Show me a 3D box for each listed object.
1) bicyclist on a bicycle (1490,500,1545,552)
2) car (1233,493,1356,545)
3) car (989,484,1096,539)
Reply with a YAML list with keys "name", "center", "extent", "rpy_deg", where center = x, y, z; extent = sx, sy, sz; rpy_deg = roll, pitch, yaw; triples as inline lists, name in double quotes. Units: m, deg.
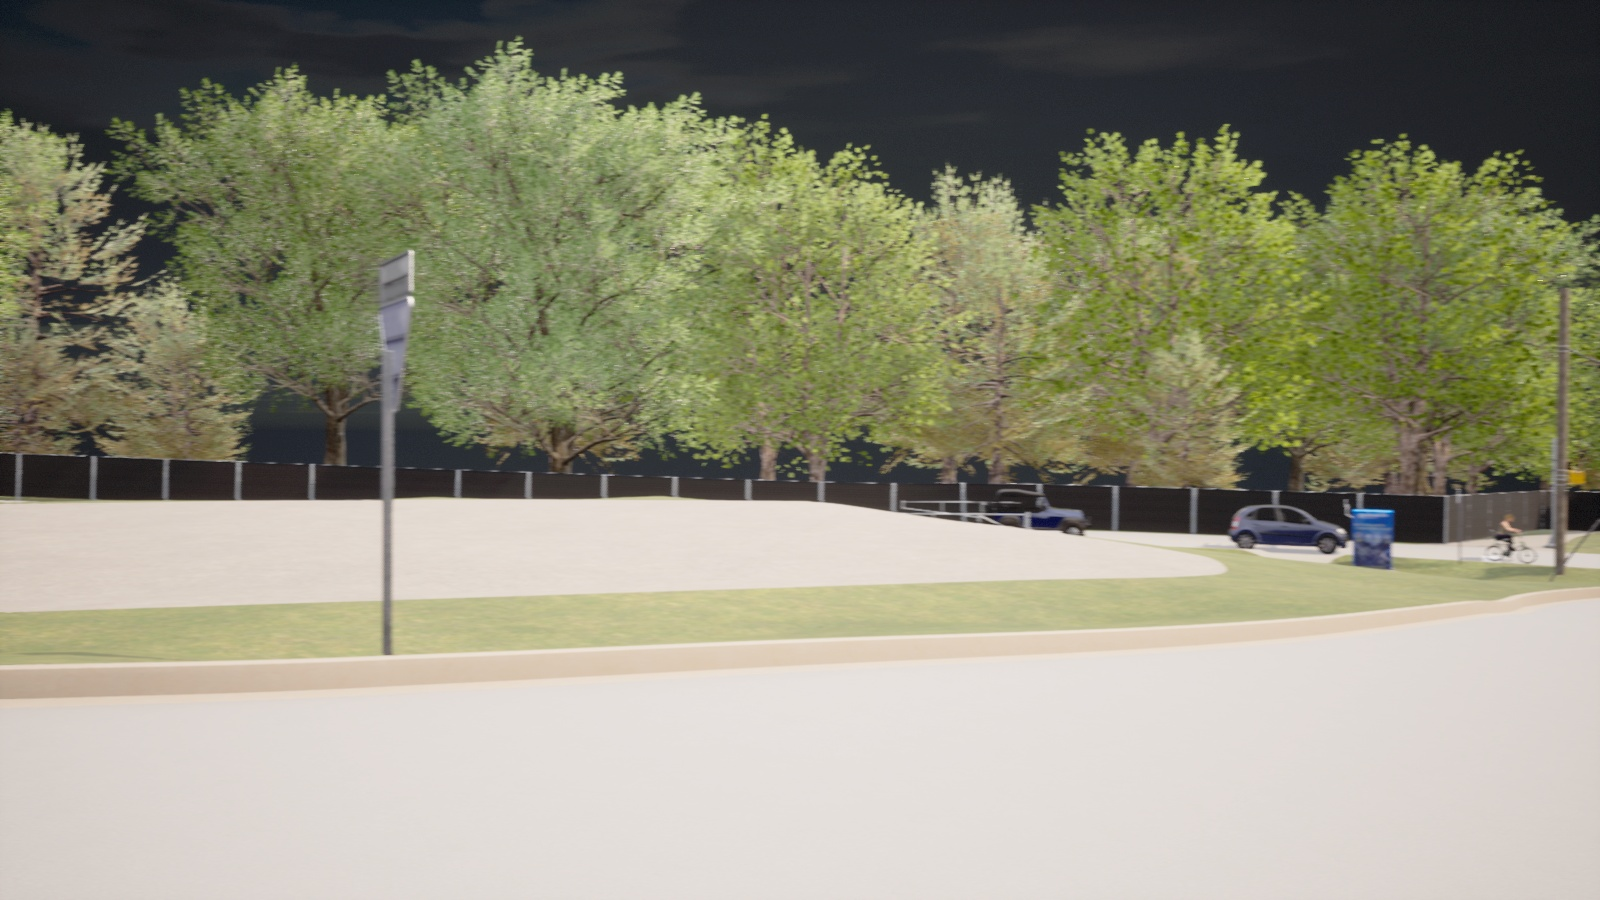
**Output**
- name: "bicyclist on a bicycle"
  center: [23.878, 2.508, 41.814]
  extent: [1.509, 1.612, 0.866]
  rpy_deg: [1, 2, 33]
- name: "car"
  center: [17.550, 2.418, 44.738]
  extent: [3.988, 1.617, 1.851]
  rpy_deg: [0, 1, 18]
- name: "car"
  center: [9.041, 2.273, 47.023]
  extent: [3.866, 1.878, 1.905]
  rpy_deg: [0, 1, 9]
